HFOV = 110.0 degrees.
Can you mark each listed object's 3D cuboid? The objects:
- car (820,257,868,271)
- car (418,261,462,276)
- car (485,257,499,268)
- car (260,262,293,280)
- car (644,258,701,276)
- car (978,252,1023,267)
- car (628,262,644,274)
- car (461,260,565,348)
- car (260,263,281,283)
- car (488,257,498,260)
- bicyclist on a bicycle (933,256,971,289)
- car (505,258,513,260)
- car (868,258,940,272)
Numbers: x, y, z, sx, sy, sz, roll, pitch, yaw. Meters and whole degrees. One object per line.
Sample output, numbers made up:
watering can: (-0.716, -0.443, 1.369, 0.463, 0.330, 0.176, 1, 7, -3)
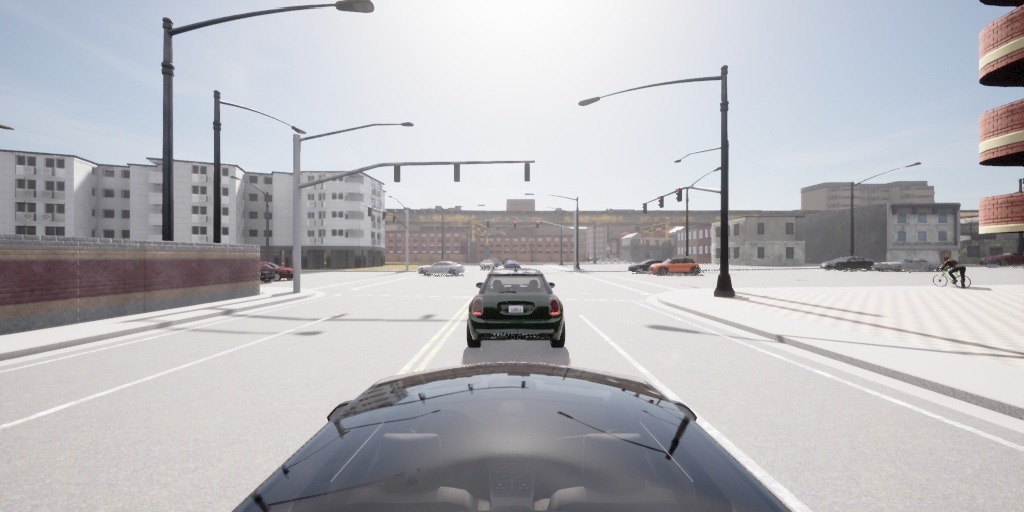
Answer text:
car: (35.800, 0.818, 38.230, 4.902, 1.511, 2.128, -1, 0, 1)
car: (-7.137, 1.258, 36.199, 4.674, 1.442, 1.812, 0, 0, 3)
car: (-3.492, 1.102, 62.585, 2.097, 1.767, 4.553, 0, 0, 0)
car: (-20.271, 1.228, 29.325, 5.008, 1.535, 1.882, 0, 0, 1)
car: (15.840, 0.988, 35.158, 4.553, 1.767, 2.097, -1, 0, 1)
car: (52.282, 0.277, 37.788, 4.674, 1.442, 1.812, -1, 0, 1)
car: (15.018, 1.153, 38.687, 4.892, 1.490, 1.837, -1, 0, 1)
car: (0.091, 1.102, 9.431, 2.097, 1.767, 4.553, 0, 0, 0)
car: (-19.820, 1.351, 25.855, 4.718, 1.301, 1.895, 0, 0, 1)
car: (-3.527, 1.276, 52.867, 1.812, 1.442, 4.674, 0, 0, 0)
bicyclist on a bicycle: (22.671, 0.844, 18.521, 0.582, 1.620, 1.656, -1, 0, 1)
car: (0.019, 1.276, 47.439, 1.812, 1.442, 4.674, -1, 0, -3)
car: (37.987, 0.887, 34.681, 4.718, 1.301, 1.895, -1, 0, 1)
